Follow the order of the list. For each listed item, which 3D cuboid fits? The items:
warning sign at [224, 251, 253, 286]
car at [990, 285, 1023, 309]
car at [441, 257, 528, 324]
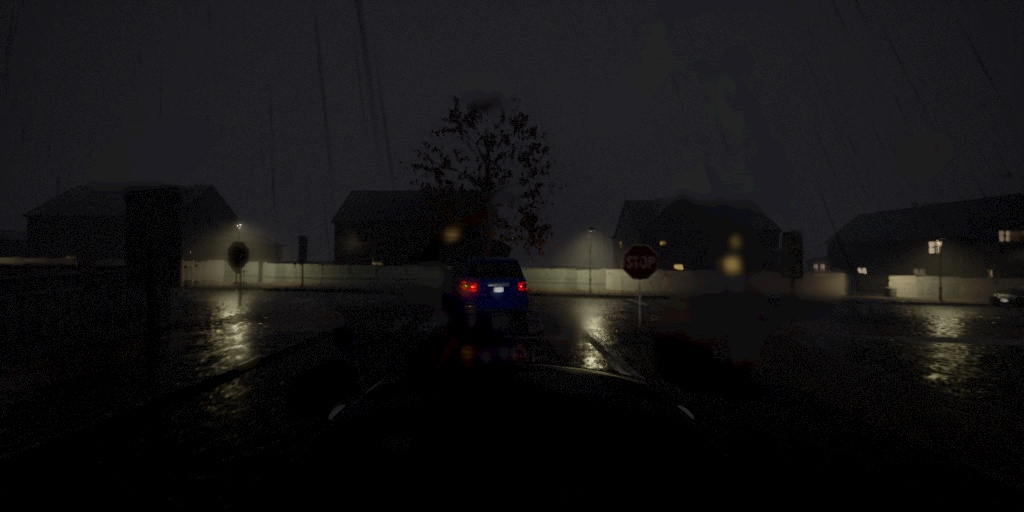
[{"bbox_3d":[-15.786,0.776,20.661,1.060,1.860,1.300,0,0,0],"label":"warning sign"},{"bbox_3d":[27.728,2.092,18.377,4.902,1.511,2.128,1,-1,0],"label":"car"},{"bbox_3d":[-1.153,1.064,12.729,2.150,2.045,5.566,1,0,-17],"label":"car"}]
